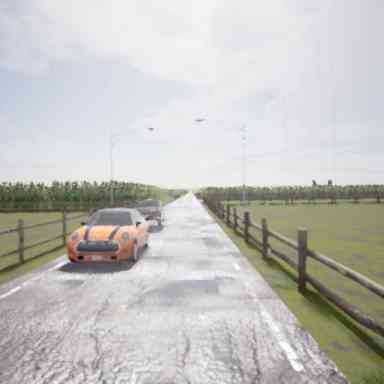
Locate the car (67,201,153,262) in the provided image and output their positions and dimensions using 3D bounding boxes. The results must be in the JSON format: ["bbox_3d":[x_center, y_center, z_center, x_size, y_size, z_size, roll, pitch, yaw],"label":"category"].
[{"bbox_3d":[-2.862,1.397,12.237,2.097,1.767,4.553,0,0,0],"label":"car"}]

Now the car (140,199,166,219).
[{"bbox_3d":[-2.786,1.227,21.911,1.837,1.490,4.892,0,0,0],"label":"car"}]
